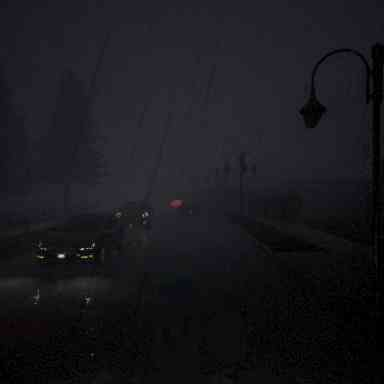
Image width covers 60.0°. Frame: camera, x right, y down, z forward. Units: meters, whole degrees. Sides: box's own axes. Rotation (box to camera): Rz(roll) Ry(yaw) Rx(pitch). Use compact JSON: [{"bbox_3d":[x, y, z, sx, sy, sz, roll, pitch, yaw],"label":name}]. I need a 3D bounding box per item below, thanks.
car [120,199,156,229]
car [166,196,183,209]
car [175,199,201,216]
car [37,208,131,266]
[{"bbox_3d":[-3.572,1.362,21.636,2.097,1.767,4.553,0,0,0],"label":"car"},{"bbox_3d":[-2.308,1.374,46.447,2.097,1.767,4.553,0,0,-12],"label":"car"},{"bbox_3d":[-0.351,1.616,33.250,1.895,1.301,4.718,0,0,-6],"label":"car"},{"bbox_3d":[-3.589,1.510,11.574,1.837,1.490,4.892,0,0,0],"label":"car"}]
